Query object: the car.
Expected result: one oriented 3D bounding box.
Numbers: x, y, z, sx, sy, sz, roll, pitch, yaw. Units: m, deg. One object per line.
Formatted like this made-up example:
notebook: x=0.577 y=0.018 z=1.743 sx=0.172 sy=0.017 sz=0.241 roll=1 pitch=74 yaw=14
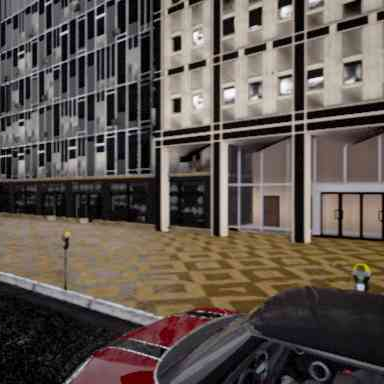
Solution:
car: x=0.841 y=1.442 z=2.269 sx=4.097 sy=1.590 sz=1.967 roll=0 pitch=0 yaw=36
